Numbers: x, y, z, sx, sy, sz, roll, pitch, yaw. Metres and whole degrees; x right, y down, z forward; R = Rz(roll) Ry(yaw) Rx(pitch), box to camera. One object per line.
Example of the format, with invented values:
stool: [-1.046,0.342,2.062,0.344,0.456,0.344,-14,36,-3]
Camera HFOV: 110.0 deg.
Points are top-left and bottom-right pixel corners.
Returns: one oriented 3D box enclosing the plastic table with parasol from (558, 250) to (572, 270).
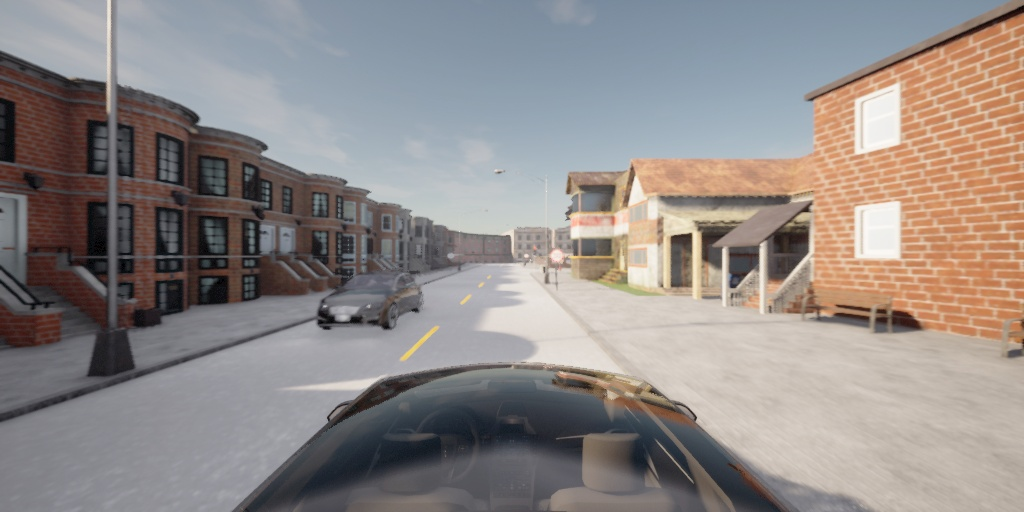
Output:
plastic table with parasol: [10.062,0.728,61.357,2.482,2.480,2.482,0,0,-40]

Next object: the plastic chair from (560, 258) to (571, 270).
plastic chair: [9.031,1.332,60.612,0.730,1.272,0.750,0,0,-40]

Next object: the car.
car: [-4.100,1.240,11.141,2.128,1.511,4.902,0,0,0]
